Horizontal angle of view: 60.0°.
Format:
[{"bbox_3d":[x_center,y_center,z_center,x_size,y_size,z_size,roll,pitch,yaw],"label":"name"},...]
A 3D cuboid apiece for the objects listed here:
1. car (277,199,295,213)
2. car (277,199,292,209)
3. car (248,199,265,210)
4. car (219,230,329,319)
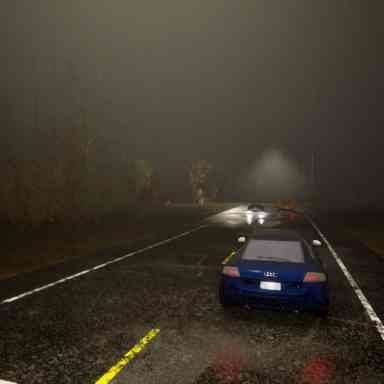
[{"bbox_3d":[10.630,1.486,37.604,1.882,1.535,5.008,0,0,15],"label":"car"},{"bbox_3d":[13.075,1.628,47.363,1.895,1.301,4.718,0,0,13],"label":"car"},{"bbox_3d":[8.210,1.616,42.349,1.895,1.301,4.718,0,0,14],"label":"car"},{"bbox_3d":[1.938,1.563,7.569,1.994,1.385,4.181,0,0,17],"label":"car"}]
